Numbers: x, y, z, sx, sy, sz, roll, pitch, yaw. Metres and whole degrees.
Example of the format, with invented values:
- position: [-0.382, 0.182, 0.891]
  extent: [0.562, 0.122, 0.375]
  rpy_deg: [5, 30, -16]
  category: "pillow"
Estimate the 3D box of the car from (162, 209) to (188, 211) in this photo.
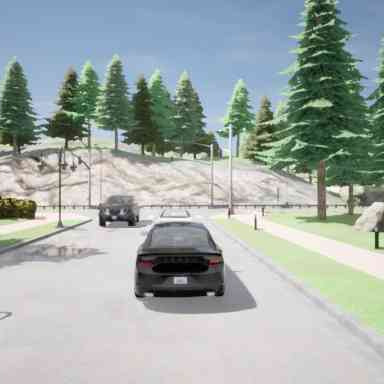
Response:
- position: [-0.979, 1.601, 19.003]
  extent: [1.895, 1.301, 4.718]
  rpy_deg: [0, 0, -4]
  category: "car"

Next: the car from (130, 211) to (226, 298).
- position: [-0.340, 1.478, 8.599]
  extent: [1.882, 1.535, 5.008]
  rpy_deg: [0, 0, -3]
  category: "car"

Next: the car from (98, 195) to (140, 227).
- position: [-4.875, 1.225, 22.954]
  extent: [2.150, 2.045, 5.566]
  rpy_deg: [0, 0, -3]
  category: "car"
